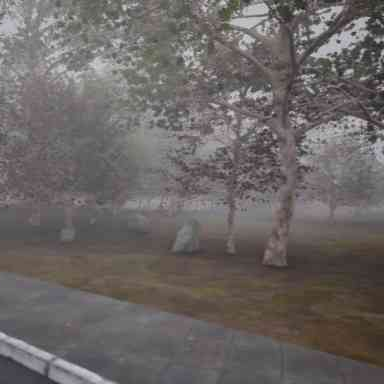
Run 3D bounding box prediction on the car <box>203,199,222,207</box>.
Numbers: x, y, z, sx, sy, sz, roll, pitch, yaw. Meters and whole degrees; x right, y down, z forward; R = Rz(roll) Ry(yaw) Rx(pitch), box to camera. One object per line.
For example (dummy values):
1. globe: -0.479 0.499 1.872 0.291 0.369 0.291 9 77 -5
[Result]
1. car: 5.413 2.886 90.693 2.435 2.045 5.566 4 0 44
